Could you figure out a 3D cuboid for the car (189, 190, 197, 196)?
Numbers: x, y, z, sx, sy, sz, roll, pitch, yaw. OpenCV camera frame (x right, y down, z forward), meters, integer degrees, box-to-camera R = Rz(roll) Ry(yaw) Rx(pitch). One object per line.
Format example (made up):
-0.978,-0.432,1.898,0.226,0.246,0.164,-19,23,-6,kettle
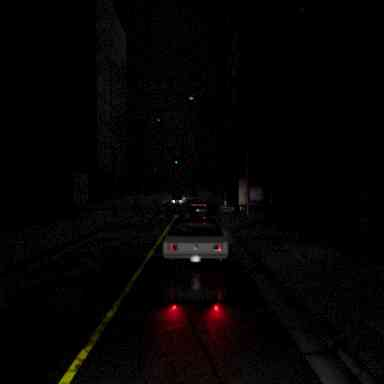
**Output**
0.310,0.323,88.995,2.128,1.511,4.902,0,1,0,car

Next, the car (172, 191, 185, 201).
-2.787,0.948,64.870,2.033,1.411,5.357,0,1,1,car

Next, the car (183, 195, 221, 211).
1.214,1.309,29.921,2.128,1.511,4.902,0,0,18,car

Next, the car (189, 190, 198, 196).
0.274,0.495,78.965,2.097,1.767,4.553,0,1,0,car

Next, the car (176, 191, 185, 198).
-2.721,0.617,80.254,1.837,1.490,4.892,0,1,0,car

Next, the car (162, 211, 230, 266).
0.135,1.535,11.315,1.895,1.301,4.718,0,0,1,car
